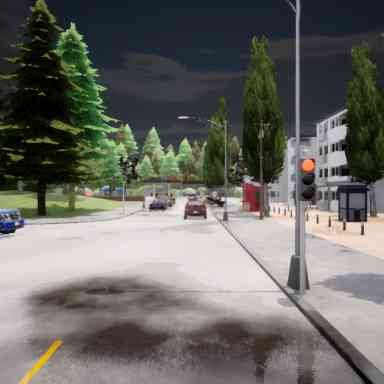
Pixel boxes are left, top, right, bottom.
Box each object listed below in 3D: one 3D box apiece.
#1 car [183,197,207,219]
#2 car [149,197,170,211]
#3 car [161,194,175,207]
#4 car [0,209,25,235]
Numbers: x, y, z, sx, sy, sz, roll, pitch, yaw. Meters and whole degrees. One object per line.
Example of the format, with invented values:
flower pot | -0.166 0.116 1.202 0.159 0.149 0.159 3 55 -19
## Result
car | 0.249 1.477 29.535 1.882 1.535 5.008 0 0 -1
car | -4.082 1.601 40.464 1.895 1.301 4.718 0 0 0
car | -4.064 1.352 50.357 2.097 1.767 4.553 0 0 0
car | -11.426 1.221 16.595 5.566 2.045 2.150 0 0 2
